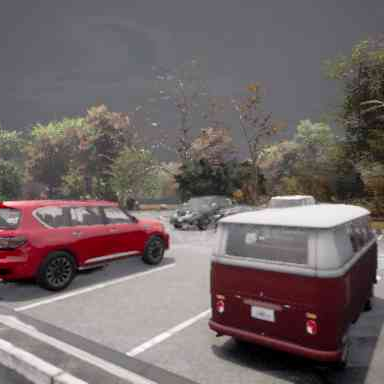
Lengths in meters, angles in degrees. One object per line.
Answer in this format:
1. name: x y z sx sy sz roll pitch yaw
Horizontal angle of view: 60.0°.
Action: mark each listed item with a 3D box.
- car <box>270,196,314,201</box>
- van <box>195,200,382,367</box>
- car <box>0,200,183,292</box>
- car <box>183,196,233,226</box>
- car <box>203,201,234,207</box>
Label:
1. car: 5.377 1.232 18.448 2.435 2.045 5.566 -1 0 35
2. van: 2.125 1.248 5.906 1.878 1.987 4.442 0 0 35
3. car: -2.991 1.240 9.398 2.435 2.045 5.566 0 0 35
4. car: 0.898 1.274 21.576 2.435 2.045 5.566 -1 0 35
5. car: 3.101 1.504 20.065 2.231 1.521 4.892 -1 0 35
